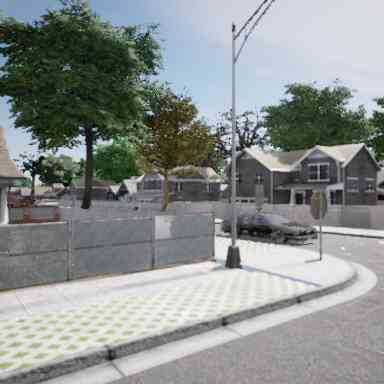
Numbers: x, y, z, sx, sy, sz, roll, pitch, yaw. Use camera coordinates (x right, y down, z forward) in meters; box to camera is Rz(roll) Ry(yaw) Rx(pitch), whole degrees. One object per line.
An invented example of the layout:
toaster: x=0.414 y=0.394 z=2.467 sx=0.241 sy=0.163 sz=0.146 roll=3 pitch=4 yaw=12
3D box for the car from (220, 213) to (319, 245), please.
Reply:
car: x=3.792 y=1.796 z=17.365 sx=2.033 sy=1.411 sz=5.357 roll=0 pitch=-1 yaw=-36

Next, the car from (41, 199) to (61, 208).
car: x=-23.262 y=2.199 z=54.509 sx=2.150 sy=2.045 sz=5.566 roll=0 pitch=-1 yaw=-36
